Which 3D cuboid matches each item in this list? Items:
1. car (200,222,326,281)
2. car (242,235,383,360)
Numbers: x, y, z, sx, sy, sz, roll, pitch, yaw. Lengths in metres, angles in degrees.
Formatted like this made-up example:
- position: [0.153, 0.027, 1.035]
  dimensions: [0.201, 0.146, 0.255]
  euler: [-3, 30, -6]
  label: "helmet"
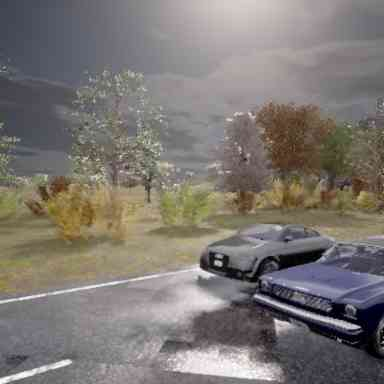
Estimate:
- position: [2.266, 1.553, 9.292]
  dimensions: [4.181, 1.385, 1.994]
  euler: [0, 0, -35]
  label: "car"
- position: [3.338, 1.592, 6.065]
  dimensions: [4.718, 1.301, 1.895]
  euler: [0, 0, -35]
  label: "car"
